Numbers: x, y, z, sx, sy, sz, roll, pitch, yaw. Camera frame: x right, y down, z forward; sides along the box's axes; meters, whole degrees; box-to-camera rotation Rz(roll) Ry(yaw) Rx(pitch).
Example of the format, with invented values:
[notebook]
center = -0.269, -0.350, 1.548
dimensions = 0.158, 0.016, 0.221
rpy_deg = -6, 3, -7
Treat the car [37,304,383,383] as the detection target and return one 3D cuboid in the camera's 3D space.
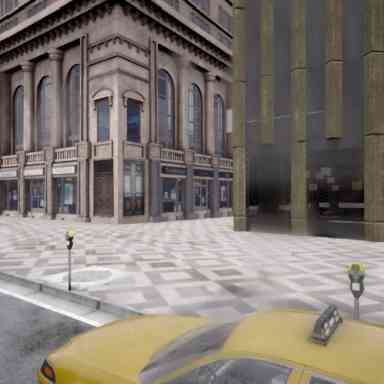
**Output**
[car]
center = 0.718, 1.525, 2.462
dimensions = 4.829, 1.417, 1.752
rpy_deg = 0, 0, 36
